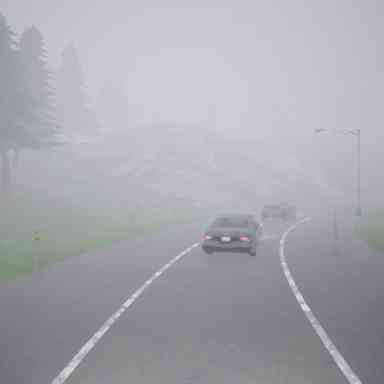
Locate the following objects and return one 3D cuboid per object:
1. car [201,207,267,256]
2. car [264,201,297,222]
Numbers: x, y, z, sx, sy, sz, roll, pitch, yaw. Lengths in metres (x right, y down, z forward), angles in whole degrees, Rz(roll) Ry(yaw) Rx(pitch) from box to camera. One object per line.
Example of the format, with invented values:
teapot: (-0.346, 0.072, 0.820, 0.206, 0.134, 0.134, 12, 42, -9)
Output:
car: (1.727, 1.563, 13.170, 2.033, 1.411, 5.357, 0, 0, 15)
car: (6.792, 1.409, 25.813, 2.128, 1.511, 4.902, 0, 1, 29)
